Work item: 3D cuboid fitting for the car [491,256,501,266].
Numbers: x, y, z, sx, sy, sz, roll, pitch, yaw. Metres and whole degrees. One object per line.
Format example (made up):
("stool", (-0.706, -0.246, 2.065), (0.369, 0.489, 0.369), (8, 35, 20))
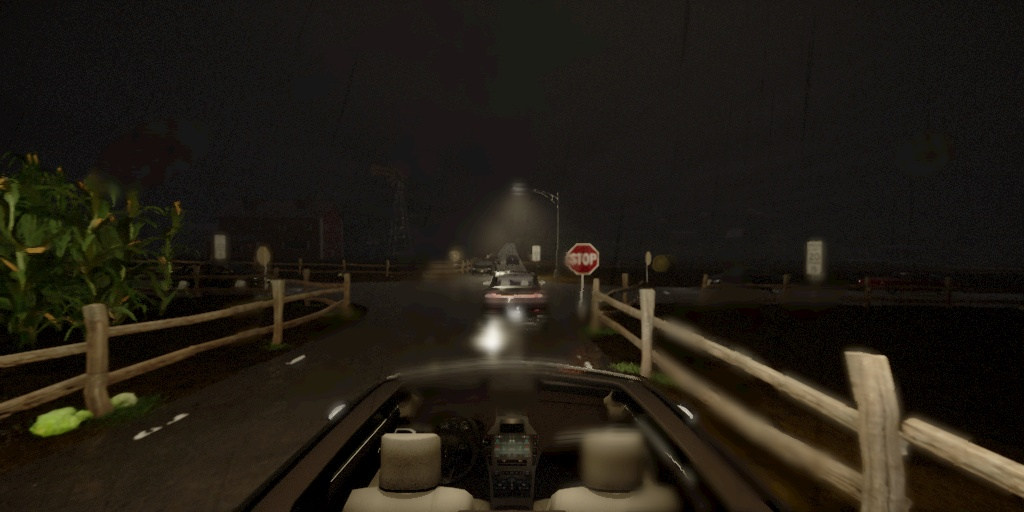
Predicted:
("car", (-2.830, 1.041, 46.375), (1.837, 1.490, 4.892), (0, 1, 0))

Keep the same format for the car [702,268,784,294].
("car", (14.171, 1.468, 21.894), (4.674, 1.442, 1.812), (1, 2, 0))

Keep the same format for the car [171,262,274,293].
("car", (-15.244, 1.087, 19.095), (4.892, 1.490, 1.837), (1, 2, -2))

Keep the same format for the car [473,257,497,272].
("car", (-2.839, 1.152, 36.301), (1.882, 1.535, 5.008), (0, 0, 0))

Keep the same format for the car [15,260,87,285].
("car", (-25.338, 0.928, 19.077), (5.008, 1.535, 1.882), (1, 2, 0))

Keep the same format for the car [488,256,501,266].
("car", (-2.818, 0.774, 57.882), (1.837, 1.490, 4.892), (0, 2, 0))

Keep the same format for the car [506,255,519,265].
("car", (0.104, 0.558, 60.566), (2.097, 1.767, 4.553), (0, 1, 0))

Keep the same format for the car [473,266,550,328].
("car", (0.099, 1.232, 11.295), (2.128, 1.511, 4.902), (0, 0, 0))

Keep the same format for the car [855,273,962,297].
("car", (24.033, 1.706, 21.867), (4.718, 1.301, 1.895), (1, 2, 0))
